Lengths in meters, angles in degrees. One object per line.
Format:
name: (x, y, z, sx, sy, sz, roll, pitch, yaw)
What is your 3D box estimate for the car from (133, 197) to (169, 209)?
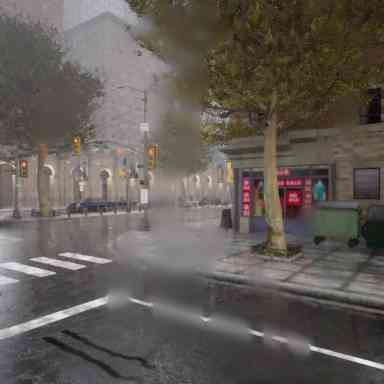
car: (-4.985, 1.503, 43.814, 1.837, 1.490, 4.892, 0, 1, 36)

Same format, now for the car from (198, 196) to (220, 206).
car: (2.854, 1.504, 54.638, 1.837, 1.490, 4.892, 0, 0, 36)

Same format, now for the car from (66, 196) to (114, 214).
car: (-11.017, 1.352, 35.464, 2.097, 1.767, 4.553, 0, 0, 36)

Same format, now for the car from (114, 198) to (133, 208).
car: (-10.215, 1.595, 47.935, 1.895, 1.301, 4.718, 0, 0, 36)
